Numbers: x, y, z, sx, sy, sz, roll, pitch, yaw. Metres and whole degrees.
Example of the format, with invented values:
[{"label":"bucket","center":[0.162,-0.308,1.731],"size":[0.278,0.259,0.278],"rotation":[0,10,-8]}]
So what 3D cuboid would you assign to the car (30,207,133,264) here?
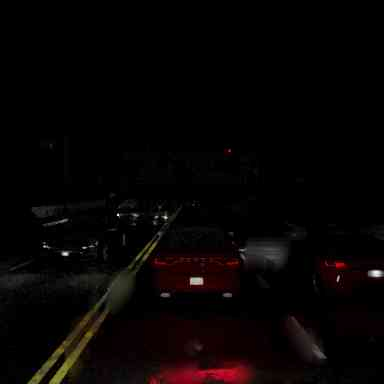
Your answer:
[{"label":"car","center":[-3.575,1.503,11.828],"size":[1.837,1.490,4.892],"rotation":[0,0,0]}]

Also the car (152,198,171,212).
[{"label":"car","center":[-3.504,1.485,38.836],"size":[2.128,1.511,4.902],"rotation":[0,0,0]}]

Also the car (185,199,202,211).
[{"label":"car","center":[0.188,1.541,40.681],"size":[2.033,1.411,5.357],"rotation":[0,0,0]}]

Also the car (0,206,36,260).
[{"label":"car","center":[-7.075,1.350,11.714],"size":[2.097,1.767,4.553],"rotation":[0,0,0]}]

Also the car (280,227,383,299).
[{"label":"car","center":[3.639,1.563,8.491],"size":[1.994,1.385,4.181],"rotation":[0,0,1]}]

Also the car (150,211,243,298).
[{"label":"car","center":[0.100,1.476,8.540],"size":[1.882,1.535,5.008],"rotation":[0,0,0]}]

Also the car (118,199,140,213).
[{"label":"car","center":[-7.003,1.520,37.450],"size":[1.812,1.442,4.674],"rotation":[0,0,0]}]
